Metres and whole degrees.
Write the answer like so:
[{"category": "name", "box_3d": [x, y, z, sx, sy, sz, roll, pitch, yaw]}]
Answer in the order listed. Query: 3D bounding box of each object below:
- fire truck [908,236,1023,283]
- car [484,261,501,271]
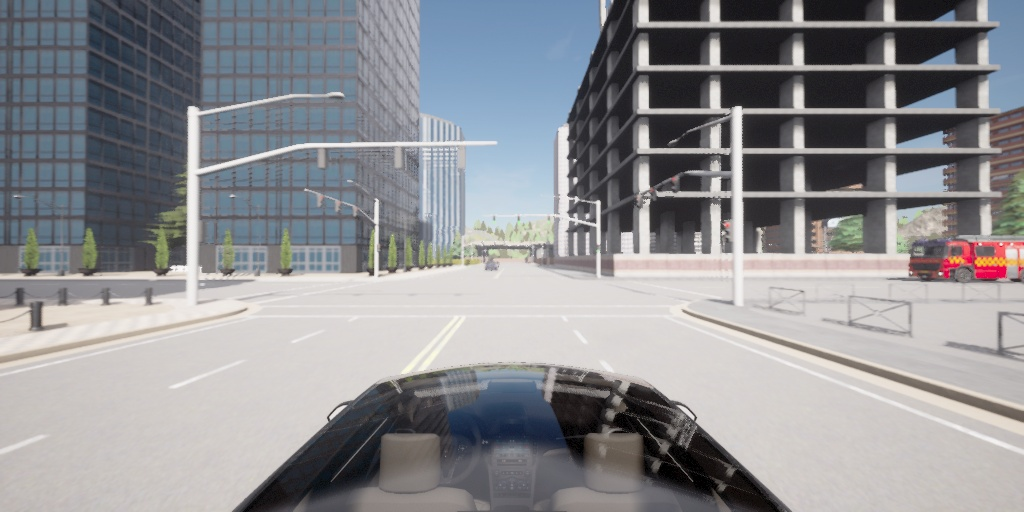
[{"category": "fire truck", "box_3d": [38.739, 0.289, 30.037, 8.468, 3.827, 2.891, 0, -1, 0]}, {"category": "car", "box_3d": [-3.518, 1.657, 61.357, 2.097, 1.767, 4.553, 0, -1, 1]}]
